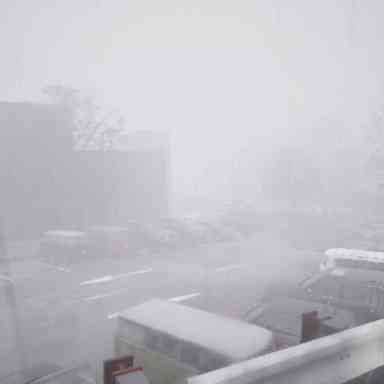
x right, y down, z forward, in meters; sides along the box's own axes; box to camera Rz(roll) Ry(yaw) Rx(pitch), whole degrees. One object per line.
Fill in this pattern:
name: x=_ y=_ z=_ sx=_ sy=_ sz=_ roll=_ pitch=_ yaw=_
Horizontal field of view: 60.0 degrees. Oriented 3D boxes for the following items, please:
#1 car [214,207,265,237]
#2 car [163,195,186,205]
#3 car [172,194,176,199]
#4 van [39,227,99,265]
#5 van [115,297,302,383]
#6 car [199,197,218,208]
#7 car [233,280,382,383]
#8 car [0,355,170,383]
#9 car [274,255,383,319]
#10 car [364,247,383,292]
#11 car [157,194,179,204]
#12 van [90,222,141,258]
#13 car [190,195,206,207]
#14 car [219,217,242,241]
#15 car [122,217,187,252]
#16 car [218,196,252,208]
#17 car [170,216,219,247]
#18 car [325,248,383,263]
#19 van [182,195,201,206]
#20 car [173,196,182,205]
car: x=3.933 y=2.819 z=30.423 sx=5.566 sy=2.045 sz=2.435 roll=-1 pitch=3 yaw=38
car: x=-3.641 y=1.628 z=68.920 sx=2.002 sy=1.452 sz=4.674 roll=-1 pitch=4 yaw=40
car: x=-2.156 y=1.528 z=66.300 sx=2.185 sy=1.767 sz=4.553 roll=-1 pitch=4 yaw=40
van: x=-8.682 y=3.647 z=22.690 sx=4.442 sy=1.987 sz=1.878 roll=-1 pitch=3 yaw=38
van: x=0.158 y=4.006 z=7.972 sx=4.442 sy=1.987 sz=1.878 roll=1 pitch=4 yaw=38
car: x=4.080 y=1.889 z=56.113 sx=1.946 sy=1.575 sz=5.366 roll=-1 pitch=4 yaw=40
car: x=2.651 y=3.942 z=9.613 sx=4.553 sy=1.767 sz=2.185 roll=1 pitch=4 yaw=38
car: x=-2.491 y=4.396 z=6.454 sx=4.892 sy=1.521 sz=2.231 roll=1 pitch=4 yaw=38
car: x=5.162 y=3.653 z=11.232 sx=5.566 sy=2.045 sz=2.435 roll=1 pitch=4 yaw=38
car: x=10.351 y=3.605 z=14.420 sx=4.792 sy=1.488 sz=2.163 roll=1 pitch=4 yaw=38
car: x=-5.139 y=1.397 z=71.525 sx=2.185 sy=1.767 sz=4.553 roll=0 pitch=4 yaw=40
van: x=-6.172 y=3.487 z=24.248 sx=4.442 sy=1.987 sz=1.878 roll=-1 pitch=3 yaw=38
car: x=2.434 y=1.882 z=58.558 sx=2.002 sy=1.452 sz=4.674 roll=-1 pitch=4 yaw=40
car: x=1.491 y=3.258 z=28.863 sx=4.792 sy=1.488 sz=2.163 roll=-1 pitch=2 yaw=38
car: x=-3.544 y=3.299 z=25.726 sx=5.566 sy=2.045 sz=2.435 roll=-1 pitch=2 yaw=38
car: x=6.996 y=1.782 z=50.755 sx=2.435 sy=2.045 sz=5.566 roll=0 pitch=4 yaw=39
car: x=-1.033 y=3.139 z=27.284 sx=5.566 sy=2.045 sz=2.435 roll=-1 pitch=2 yaw=38
car: x=7.779 y=3.488 z=12.810 sx=5.566 sy=2.045 sz=2.435 roll=1 pitch=4 yaw=38
van: x=0.835 y=1.561 z=61.041 sx=1.878 sy=1.987 sz=4.442 roll=0 pitch=4 yaw=40
car: x=-0.597 y=1.714 z=63.737 sx=2.097 sy=1.535 sz=5.008 roll=0 pitch=4 yaw=40
